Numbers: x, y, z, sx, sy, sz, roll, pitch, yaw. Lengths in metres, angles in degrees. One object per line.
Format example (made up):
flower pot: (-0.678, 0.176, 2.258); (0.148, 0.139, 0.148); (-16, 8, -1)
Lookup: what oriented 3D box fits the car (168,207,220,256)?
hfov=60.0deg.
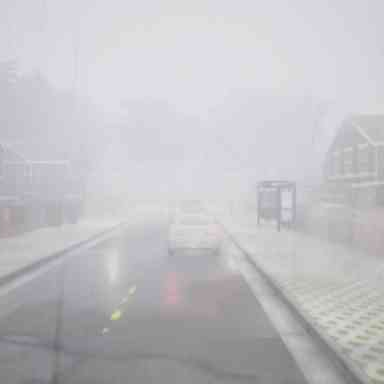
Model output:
car: (0.069, 1.522, 13.051); (1.812, 1.442, 4.674); (0, 0, 0)

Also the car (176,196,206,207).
car: (0.063, 1.342, 27.369); (2.097, 1.767, 4.553); (0, 0, 0)

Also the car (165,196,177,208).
car: (-2.835, 1.334, 49.051); (2.097, 1.767, 4.553); (0, 0, 0)
